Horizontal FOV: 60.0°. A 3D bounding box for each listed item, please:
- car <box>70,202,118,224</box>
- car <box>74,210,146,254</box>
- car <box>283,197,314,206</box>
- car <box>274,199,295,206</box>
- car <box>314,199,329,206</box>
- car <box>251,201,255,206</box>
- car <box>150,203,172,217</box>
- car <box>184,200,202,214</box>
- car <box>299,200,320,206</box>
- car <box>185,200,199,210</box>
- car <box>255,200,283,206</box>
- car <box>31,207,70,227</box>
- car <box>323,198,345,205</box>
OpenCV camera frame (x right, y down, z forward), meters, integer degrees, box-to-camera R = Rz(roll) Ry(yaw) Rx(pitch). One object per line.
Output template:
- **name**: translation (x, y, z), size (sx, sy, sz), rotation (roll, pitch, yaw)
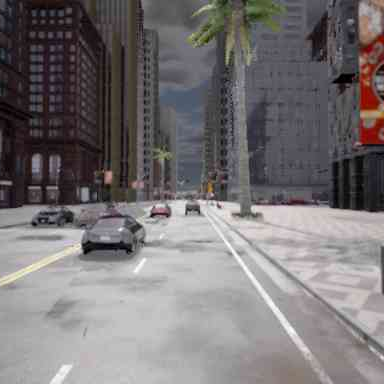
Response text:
- **car**: translation (-6.599, 1.530, 23.599), size (2.097, 1.767, 4.553), rotation (0, 0, 0)
- **car**: translation (-3.152, 1.665, 14.066), size (1.994, 1.385, 4.181), rotation (0, 0, 0)
- **car**: translation (20.944, 1.919, 66.329), size (5.009, 1.841, 2.192), rotation (0, -1, -1)
- **car**: translation (20.814, 2.363, 74.846), size (4.313, 1.339, 1.947), rotation (0, -1, -1)
- **car**: translation (26.582, 2.154, 66.413), size (4.313, 1.339, 1.947), rotation (0, -1, -1)
- **car**: translation (15.175, 2.381, 74.757), size (4.313, 1.339, 1.947), rotation (0, -1, -1)
- **car**: translation (-3.156, 1.848, 34.557), size (1.994, 1.385, 4.181), rotation (0, -1, 0)
- **car**: translation (0.094, 1.853, 40.183), size (1.837, 1.490, 4.892), rotation (0, 0, 0)
- **car**: translation (26.453, 2.364, 74.934), size (4.206, 1.307, 1.802), rotation (0, -1, -1)
- **car**: translation (0.041, 2.030, 54.535), size (2.128, 1.511, 4.902), rotation (0, -1, 1)
- **car**: translation (15.306, 2.204, 66.235), size (4.206, 1.307, 1.802), rotation (0, -1, -1)
- **car**: translation (-9.850, 1.746, 23.999), size (1.994, 1.385, 4.181), rotation (0, -1, 0)
- **car**: translation (32.090, 2.207, 75.026), size (4.097, 1.590, 1.967), rotation (0, -1, -1)
